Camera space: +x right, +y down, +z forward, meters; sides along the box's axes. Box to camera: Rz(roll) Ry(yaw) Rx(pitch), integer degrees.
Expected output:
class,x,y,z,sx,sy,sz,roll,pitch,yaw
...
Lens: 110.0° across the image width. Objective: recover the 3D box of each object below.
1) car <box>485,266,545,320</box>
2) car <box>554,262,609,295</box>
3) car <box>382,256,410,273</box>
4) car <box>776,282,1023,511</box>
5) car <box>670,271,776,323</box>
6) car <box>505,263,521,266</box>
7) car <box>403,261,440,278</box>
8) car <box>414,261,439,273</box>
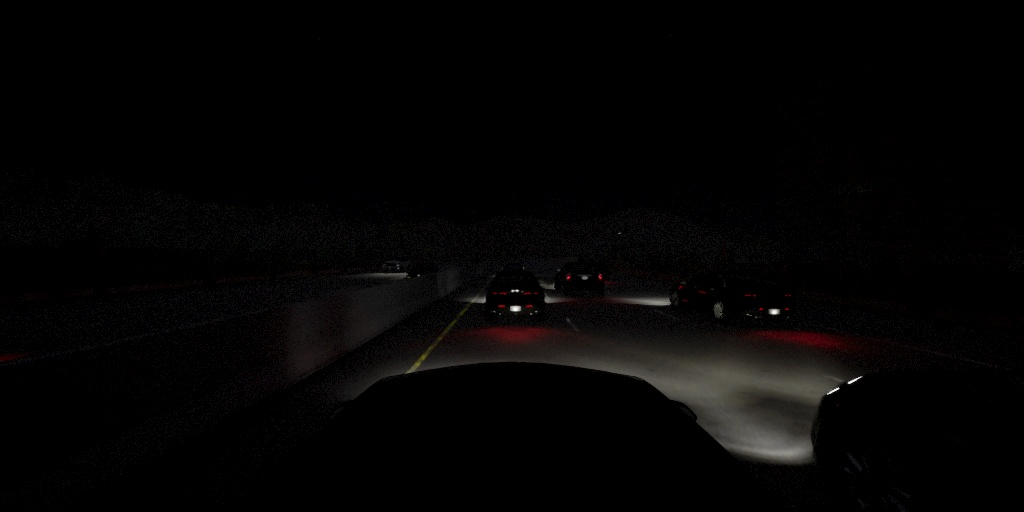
class,x,y,z,sx,sy,sz,roll,pitch,yaw
car,0.101,1.257,12.681,1.837,1.490,4.892,0,0,0
car,3.602,1.105,19.828,2.097,1.767,4.553,0,0,0
car,-14.083,0.978,44.137,2.150,2.045,5.566,0,0,0
car,3.599,1.102,1.157,2.097,1.767,4.553,0,0,0
car,7.101,1.257,12.124,1.837,1.490,4.892,0,0,0
car,0.103,1.302,30.881,2.033,1.411,5.357,0,0,0
car,-7.094,1.318,29.275,1.994,1.385,4.181,0,0,0
car,-10.580,1.321,44.636,1.994,1.385,4.181,0,0,0
